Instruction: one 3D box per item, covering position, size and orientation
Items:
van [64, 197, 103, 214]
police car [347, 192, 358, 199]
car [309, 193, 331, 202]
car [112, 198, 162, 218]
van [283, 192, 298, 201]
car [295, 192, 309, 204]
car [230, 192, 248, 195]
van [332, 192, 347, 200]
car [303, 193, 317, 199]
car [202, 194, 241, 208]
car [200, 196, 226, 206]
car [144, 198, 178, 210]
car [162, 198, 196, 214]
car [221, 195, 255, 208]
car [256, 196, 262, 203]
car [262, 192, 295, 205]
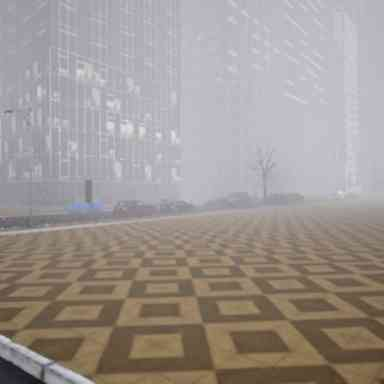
[{"bbox_3d":[-11.578,1.408,35.753,1.690,1.788,3.998,0,1,41],"label":"van"},{"bbox_3d":[39.548,0.827,82.232,1.930,1.638,5.238,0,0,41],"label":"police car"},{"bbox_3d":[24.760,1.130,64.676,1.752,1.417,4.829,0,1,41],"label":"car"},{"bbox_3d":[-5.076,1.456,30.088,1.967,1.590,4.097,0,1,41],"label":"car"},{"bbox_3d":[22.058,0.946,74.350,1.690,1.788,3.998,0,1,41],"label":"van"},{"bbox_3d":[17.193,1.024,55.951,2.192,1.841,5.009,0,1,41],"label":"car"},{"bbox_3d":[7.044,1.049,52.967,2.150,2.045,5.566,0,0,41],"label":"car"},{"bbox_3d":[32.103,0.846,73.142,1.690,1.788,3.998,0,1,41],"label":"van"},{"bbox_3d":[29.514,1.069,82.948,1.947,1.339,4.313,0,1,41],"label":"car"},{"bbox_3d":[4.119,1.424,44.979,2.033,1.411,5.357,0,0,41],"label":"car"},{"bbox_3d":[3.421,1.427,52.864,1.947,1.339,4.313,0,1,41],"label":"car"},{"bbox_3d":[-4.039,1.508,44.276,1.887,1.381,4.507,0,1,41],"label":"car"},{"bbox_3d":[-1.391,1.531,34.423,1.947,1.339,4.313,0,1,41],"label":"car"},{"bbox_3d":[6.013,1.444,43.061,1.802,1.307,4.206,0,1,41],"label":"car"},{"bbox_3d":[13.295,1.228,55.573,1.882,1.535,5.008,0,0,41],"label":"car"},{"bbox_3d":[13.466,1.075,51.654,2.192,1.841,5.009,0,1,41],"label":"car"}]
